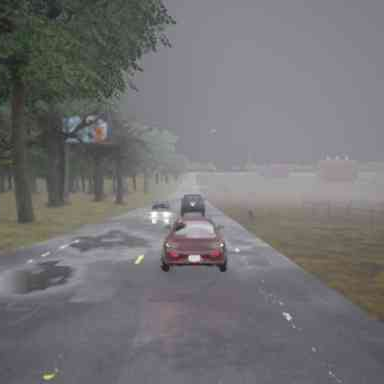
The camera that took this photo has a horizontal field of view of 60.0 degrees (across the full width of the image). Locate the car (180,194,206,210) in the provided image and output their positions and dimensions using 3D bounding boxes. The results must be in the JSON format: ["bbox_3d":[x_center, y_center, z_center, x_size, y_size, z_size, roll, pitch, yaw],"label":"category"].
[{"bbox_3d":[0.085,1.177,30.925,2.150,2.045,5.566,0,0,0],"label":"car"}]

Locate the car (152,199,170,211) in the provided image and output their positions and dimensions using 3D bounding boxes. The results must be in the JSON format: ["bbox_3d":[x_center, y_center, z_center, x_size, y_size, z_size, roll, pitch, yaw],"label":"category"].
[{"bbox_3d":[-3.607,1.517,39.304,1.895,1.301,4.718,0,0,0],"label":"car"}]

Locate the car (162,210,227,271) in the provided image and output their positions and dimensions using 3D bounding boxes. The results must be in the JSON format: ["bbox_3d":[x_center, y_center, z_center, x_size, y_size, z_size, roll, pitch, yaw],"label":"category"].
[{"bbox_3d":[0.077,1.525,10.836,1.812,1.442,4.674,0,0,0],"label":"car"}]
